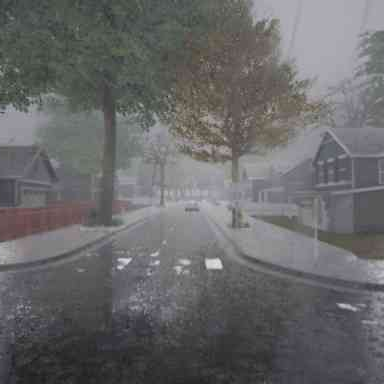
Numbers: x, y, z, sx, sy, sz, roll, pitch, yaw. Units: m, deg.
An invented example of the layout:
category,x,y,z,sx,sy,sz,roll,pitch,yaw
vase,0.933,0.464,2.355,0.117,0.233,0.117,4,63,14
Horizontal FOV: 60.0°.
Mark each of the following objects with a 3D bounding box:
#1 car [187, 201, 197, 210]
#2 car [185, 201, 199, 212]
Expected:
category,x,y,z,sx,sy,sz,roll,pitch,yaw
car,0.028,2.324,58.910,1.812,1.442,4.674,0,-1,0
car,0.023,2.229,48.905,1.994,1.385,4.181,0,-1,0
